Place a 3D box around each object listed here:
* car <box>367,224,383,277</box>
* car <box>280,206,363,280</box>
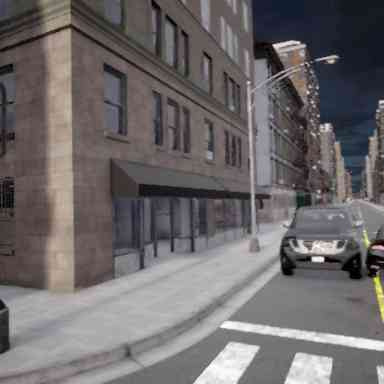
[{"bbox_3d":[6.697,1.692,10.386,2.128,1.511,4.902,-3,-2,34],"label":"car"},{"bbox_3d":[4.518,1.527,11.473,2.150,2.045,5.566,-3,-3,25],"label":"car"}]
